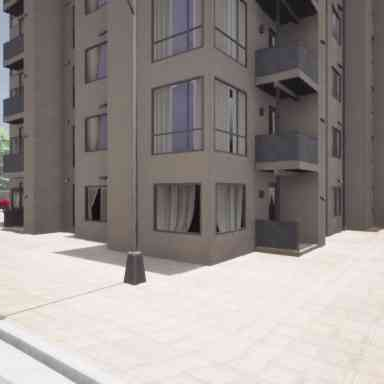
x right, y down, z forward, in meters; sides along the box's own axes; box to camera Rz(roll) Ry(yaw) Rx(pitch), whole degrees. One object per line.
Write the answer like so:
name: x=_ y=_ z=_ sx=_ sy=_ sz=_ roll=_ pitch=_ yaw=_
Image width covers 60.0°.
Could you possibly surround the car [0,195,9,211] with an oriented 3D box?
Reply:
car: x=-21.362 y=1.220 z=35.475 sx=2.150 sy=2.045 sz=5.566 roll=0 pitch=0 yaw=12
